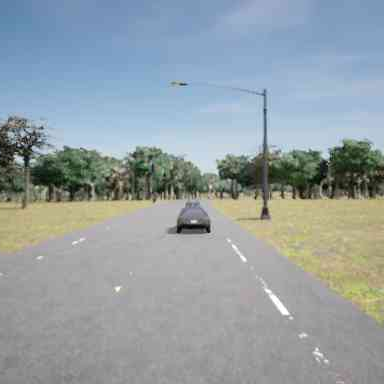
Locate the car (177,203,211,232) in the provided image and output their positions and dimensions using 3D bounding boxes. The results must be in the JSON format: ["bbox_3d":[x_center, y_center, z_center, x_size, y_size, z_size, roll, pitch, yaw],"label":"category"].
[{"bbox_3d":[0.097,1.589,20.355,1.994,1.385,4.181,0,0,0],"label":"car"}]

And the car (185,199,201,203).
[{"bbox_3d":[0.109,1.575,42.277,2.033,1.411,5.357,0,0,0],"label":"car"}]
